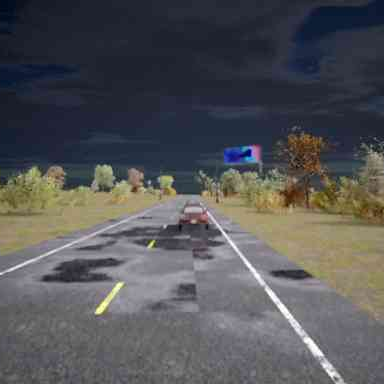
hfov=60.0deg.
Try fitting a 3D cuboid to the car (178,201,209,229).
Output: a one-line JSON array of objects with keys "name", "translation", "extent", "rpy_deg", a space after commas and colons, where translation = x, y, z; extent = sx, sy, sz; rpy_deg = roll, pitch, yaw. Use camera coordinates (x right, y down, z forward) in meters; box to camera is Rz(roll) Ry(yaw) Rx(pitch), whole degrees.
[{"name": "car", "translation": [0.101, 1.541, 21.515], "extent": [1.812, 1.442, 4.674], "rpy_deg": [0, 0, 0]}]

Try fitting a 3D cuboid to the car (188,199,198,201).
[{"name": "car", "translation": [0.101, 1.579, 40.187], "extent": [2.033, 1.411, 5.357], "rpy_deg": [0, 0, 0]}]
